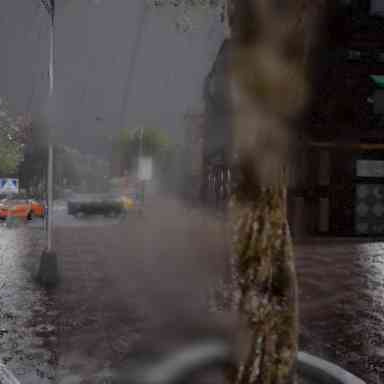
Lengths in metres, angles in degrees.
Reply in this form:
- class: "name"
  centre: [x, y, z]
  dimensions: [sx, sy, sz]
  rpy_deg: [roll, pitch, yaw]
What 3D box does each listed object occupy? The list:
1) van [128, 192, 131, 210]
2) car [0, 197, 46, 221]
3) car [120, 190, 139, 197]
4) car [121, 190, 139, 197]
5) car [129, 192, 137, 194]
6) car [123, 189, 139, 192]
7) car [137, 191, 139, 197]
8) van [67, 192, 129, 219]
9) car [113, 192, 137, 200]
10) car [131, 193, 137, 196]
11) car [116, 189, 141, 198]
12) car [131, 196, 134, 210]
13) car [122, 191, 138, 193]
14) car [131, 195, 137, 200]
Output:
- class: "van"
  centre: [-8.320, 1.190, 30.412]
  dimensions: [4.442, 1.987, 1.878]
  rpy_deg: [2, 0, -29]
- class: "car"
  centre: [-13.059, 1.205, 26.016]
  dimensions: [2.097, 1.767, 4.553]
  rpy_deg: [1, 0, -9]
- class: "car"
  centre: [-16.894, 0.497, 89.775]
  dimensions: [4.553, 1.767, 2.185]
  rpy_deg: [2, 0, -28]
- class: "car"
  centre: [-17.306, 0.461, 92.748]
  dimensions: [4.553, 1.767, 2.185]
  rpy_deg: [2, 0, -28]
- class: "car"
  centre: [-11.209, 1.208, 48.083]
  dimensions: [5.366, 1.575, 1.946]
  rpy_deg: [1, 1, -28]
- class: "car"
  centre: [-13.532, 0.819, 66.007]
  dimensions: [4.553, 1.767, 2.185]
  rpy_deg: [2, 1, -28]
- class: "car"
  centre: [-13.176, 1.016, 63.010]
  dimensions: [4.792, 1.488, 2.163]
  rpy_deg: [1, 1, -28]
- class: "van"
  centre: [-7.872, 1.197, 27.445]
  dimensions: [4.442, 1.987, 1.878]
  rpy_deg: [2, 0, -29]
- class: "car"
  centre: [-14.397, 0.898, 71.944]
  dimensions: [4.674, 1.452, 2.002]
  rpy_deg: [2, 0, -28]
- class: "car"
  centre: [-10.781, 1.254, 45.112]
  dimensions: [5.366, 1.575, 1.946]
  rpy_deg: [2, 1, -28]
- class: "car"
  centre: [-16.057, 0.447, 83.819]
  dimensions: [5.566, 2.045, 2.435]
  rpy_deg: [2, 1, -28]
- class: "car"
  centre: [-8.868, 1.406, 33.311]
  dimensions: [5.008, 1.535, 2.097]
  rpy_deg: [2, 0, -28]
- class: "car"
  centre: [-12.731, 1.072, 60.052]
  dimensions: [4.674, 1.452, 2.002]
  rpy_deg: [1, 1, -28]
- class: "car"
  centre: [-9.159, 1.392, 36.370]
  dimensions: [5.366, 1.575, 1.946]
  rpy_deg: [2, 0, -28]
